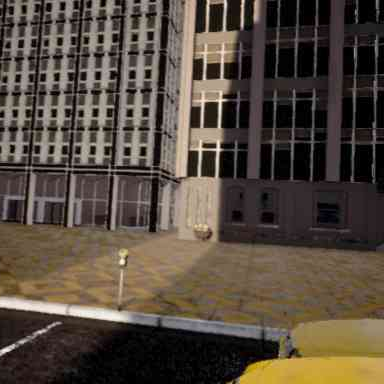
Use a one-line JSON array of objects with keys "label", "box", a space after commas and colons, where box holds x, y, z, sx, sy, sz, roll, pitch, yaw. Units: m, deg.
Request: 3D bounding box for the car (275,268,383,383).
[{"label": "car", "box": [3.505, 1.934, 3.852, 4.829, 1.417, 1.752, 2, -3, 12]}]

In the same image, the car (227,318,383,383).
[{"label": "car", "box": [2.790, 1.734, 2.192, 5.366, 1.575, 1.801, 2, -3, 12]}]
